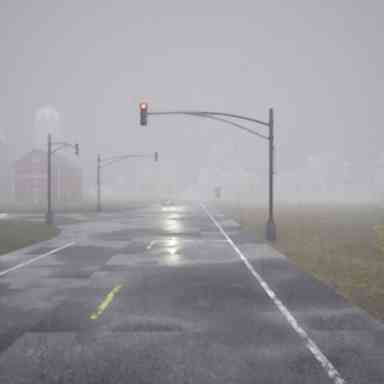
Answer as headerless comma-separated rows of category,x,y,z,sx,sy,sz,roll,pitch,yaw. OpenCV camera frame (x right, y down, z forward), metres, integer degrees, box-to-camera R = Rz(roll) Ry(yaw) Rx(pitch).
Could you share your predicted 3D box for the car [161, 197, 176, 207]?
car,-3.495,1.520,49.843,2.128,1.511,4.902,0,1,0
